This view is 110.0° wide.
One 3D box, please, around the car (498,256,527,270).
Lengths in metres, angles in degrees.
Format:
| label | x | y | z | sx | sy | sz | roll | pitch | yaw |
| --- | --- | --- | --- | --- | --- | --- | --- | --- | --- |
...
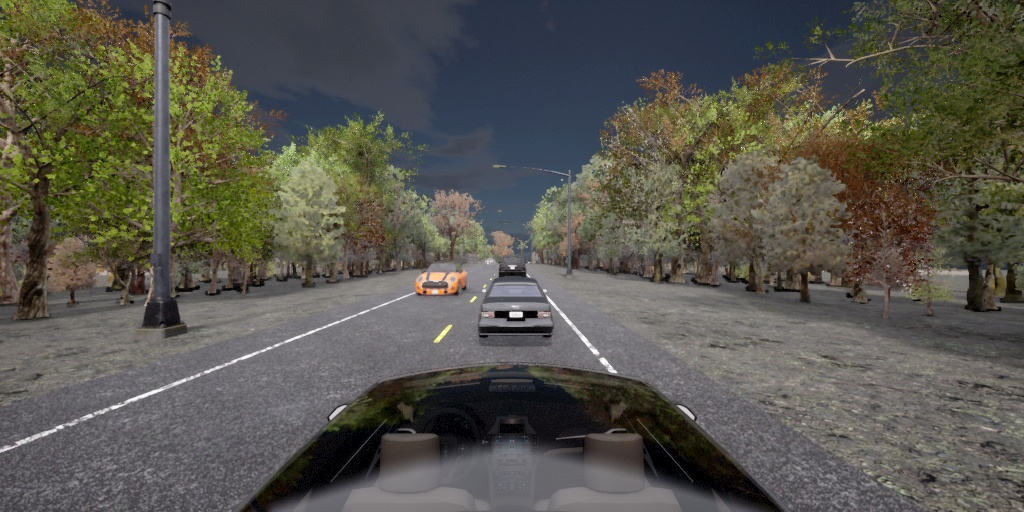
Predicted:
| label | x | y | z | sx | sy | sz | roll | pitch | yaw |
| --- | --- | --- | --- | --- | --- | --- | --- | --- | --- |
| car | 0.035 | 0.985 | 29.279 | 2.150 | 2.045 | 5.566 | 0 | 0 | 0 |

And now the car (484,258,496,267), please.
| label | x | y | z | sx | sy | sz | roll | pitch | yaw |
| --- | --- | --- | --- | --- | --- | --- | --- | --- | --- |
| car | -3.682 | 1.020 | 60.511 | 1.812 | 1.442 | 4.674 | 0 | 0 | 0 |

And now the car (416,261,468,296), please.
| label | x | y | z | sx | sy | sz | roll | pitch | yaw |
| --- | --- | --- | --- | --- | --- | --- | --- | --- | --- |
| car | -3.640 | 1.110 | 19.197 | 2.097 | 1.767 | 4.553 | 0 | 0 | 0 |

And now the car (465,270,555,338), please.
| label | x | y | z | sx | sy | sz | roll | pitch | yaw |
| --- | --- | --- | --- | --- | --- | --- | --- | --- | --- |
| car | 0.080 | 1.302 | 10.190 | 2.033 | 1.411 | 5.357 | 0 | 0 | 0 |
